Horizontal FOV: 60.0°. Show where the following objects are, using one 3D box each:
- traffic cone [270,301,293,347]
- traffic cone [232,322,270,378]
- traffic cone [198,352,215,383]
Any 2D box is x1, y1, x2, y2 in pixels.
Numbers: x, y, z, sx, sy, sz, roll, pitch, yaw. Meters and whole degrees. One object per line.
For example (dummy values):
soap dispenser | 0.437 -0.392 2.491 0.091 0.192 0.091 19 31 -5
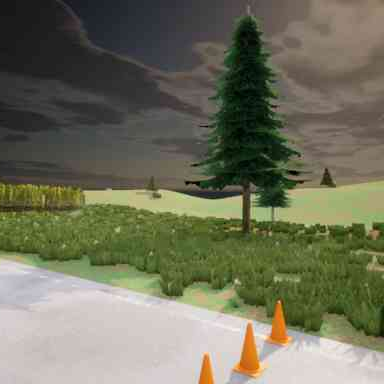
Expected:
traffic cone | 1.320 1.955 5.050 0.340 0.580 0.340 0 0 36
traffic cone | 0.735 1.955 4.239 0.340 0.580 0.340 0 0 36
traffic cone | 0.150 1.955 3.427 0.340 0.580 0.340 0 0 36
